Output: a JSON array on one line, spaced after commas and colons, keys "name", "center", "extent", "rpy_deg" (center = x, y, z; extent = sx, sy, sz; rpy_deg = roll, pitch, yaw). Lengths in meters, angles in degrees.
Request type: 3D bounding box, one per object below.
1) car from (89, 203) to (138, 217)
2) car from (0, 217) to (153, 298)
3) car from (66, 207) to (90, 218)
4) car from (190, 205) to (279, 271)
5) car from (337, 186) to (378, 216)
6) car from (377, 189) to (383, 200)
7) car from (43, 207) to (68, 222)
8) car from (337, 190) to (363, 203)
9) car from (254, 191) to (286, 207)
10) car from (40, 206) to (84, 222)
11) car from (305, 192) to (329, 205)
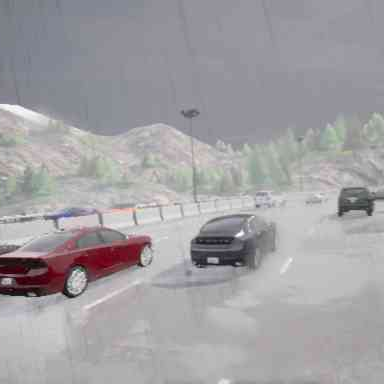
[{"name": "car", "center": [-7.306, 1.928, 32.663], "extent": [2.097, 1.767, 4.553], "rpy_deg": [-3, 0, 30]}, {"name": "car", "center": [-2.949, 1.693, 9.342], "extent": [1.882, 1.535, 5.008], "rpy_deg": [-4, 0, 24]}, {"name": "car", "center": [-10.264, 2.360, 34.579], "extent": [1.895, 1.301, 4.718], "rpy_deg": [-4, 0, 30]}, {"name": "car", "center": [1.542, 1.466, 10.875], "extent": [1.837, 1.490, 4.892], "rpy_deg": [-4, 0, 25]}, {"name": "car", "center": [12.217, 0.623, 24.705], "extent": [2.150, 2.045, 5.566], "rpy_deg": [-4, 0, 31]}, {"name": "car", "center": [24.094, 0.350, 41.714], "extent": [1.994, 1.385, 4.181], "rpy_deg": [-4, 0, 39]}, {"name": "car", "center": [-13.373, 2.425, 36.150], "extent": [1.882, 1.535, 5.008], "rpy_deg": [-4, 0, 30]}, {"name": "car", "center": [20.106, 0.586, 42.269], "extent": [1.994, 1.385, 4.181], "rpy_deg": [-4, 0, 38]}, {"name": "car", "center": [9.312, 0.861, 39.590], "extent": [2.150, 2.045, 5.566], "rpy_deg": [-4, 0, 35]}, {"name": "car", "center": [-15.396, 2.608, 39.646], "extent": [1.812, 1.442, 4.674], "rpy_deg": [-4, 0, 31]}, {"name": "car", "center": [15.993, 0.789, 42.703], "extent": [1.812, 1.442, 4.674], "rpy_deg": [-4, 0, 37]}]
